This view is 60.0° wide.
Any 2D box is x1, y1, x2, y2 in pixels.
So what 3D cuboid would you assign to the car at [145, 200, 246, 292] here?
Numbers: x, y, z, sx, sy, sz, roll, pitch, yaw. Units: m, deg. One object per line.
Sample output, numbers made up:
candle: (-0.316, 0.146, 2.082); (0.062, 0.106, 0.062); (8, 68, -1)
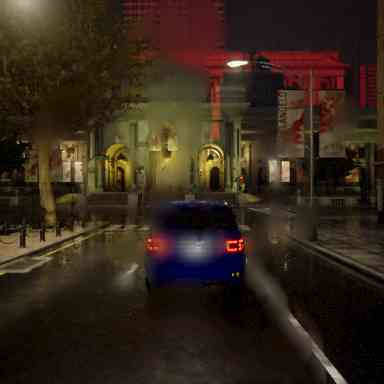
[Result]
car: (0.099, 1.221, 9.078); (2.150, 2.045, 5.566); (0, 0, 1)
